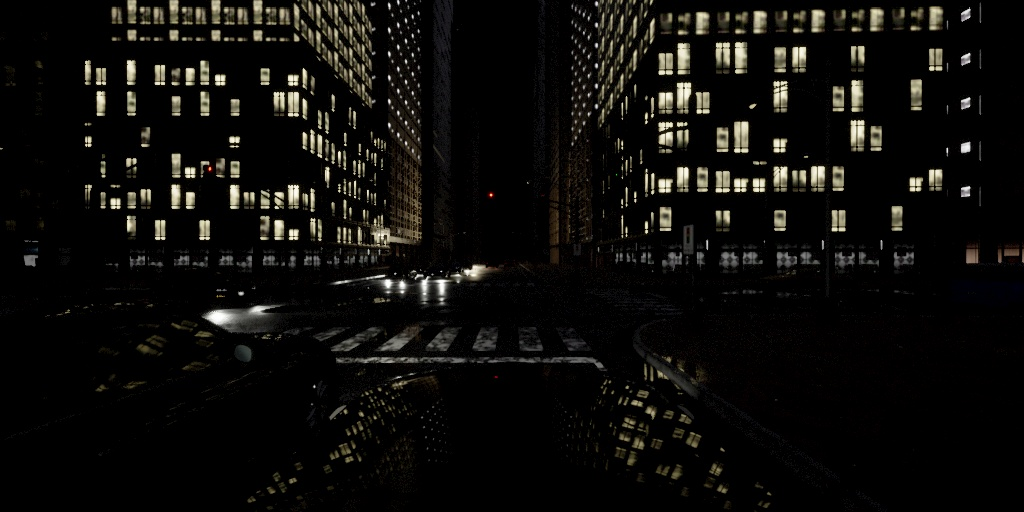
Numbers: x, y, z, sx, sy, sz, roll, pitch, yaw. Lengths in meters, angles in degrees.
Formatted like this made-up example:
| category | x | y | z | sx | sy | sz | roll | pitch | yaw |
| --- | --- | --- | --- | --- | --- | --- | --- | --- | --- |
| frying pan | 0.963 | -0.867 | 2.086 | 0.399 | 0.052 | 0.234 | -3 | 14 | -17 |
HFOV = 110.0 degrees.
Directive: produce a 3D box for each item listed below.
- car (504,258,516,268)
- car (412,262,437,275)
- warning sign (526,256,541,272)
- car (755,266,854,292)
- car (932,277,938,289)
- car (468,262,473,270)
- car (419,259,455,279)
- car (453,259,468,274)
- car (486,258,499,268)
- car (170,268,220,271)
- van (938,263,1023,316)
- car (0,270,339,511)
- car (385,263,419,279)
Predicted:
| category | x | y | z | sx | sy | sz | roll | pitch | yaw |
| --- | --- | --- | --- | --- | --- | --- | --- | --- | --- |
| car | -0.396 | 1.426 | 63.814 | 1.994 | 1.385 | 4.181 | 0 | 0 | 0 |
| car | -10.097 | 1.360 | 41.690 | 1.994 | 1.385 | 4.181 | 0 | 0 | 0 |
| warning sign | 2.601 | 0.910 | 40.818 | 1.300 | 1.860 | 1.060 | 0 | 0 | 0 |
| car | 16.966 | 1.293 | 20.923 | 4.829 | 1.417 | 1.751 | 0 | 0 | 2 |
| car | 26.803 | 1.357 | 20.502 | 4.207 | 1.307 | 1.802 | 0 | 0 | 2 |
| car | -6.912 | 1.389 | 52.790 | 1.994 | 1.385 | 4.181 | 0 | 0 | 0 |
| car | -6.797 | 1.305 | 32.938 | 1.812 | 1.442 | 4.674 | 0 | 0 | 0 |
| car | -6.861 | 1.277 | 42.811 | 1.882 | 1.535 | 5.008 | 0 | 0 | 0 |
| car | -3.540 | 1.213 | 63.634 | 2.097 | 1.767 | 4.553 | 0 | 0 | -1 |
| car | -12.991 | 1.265 | 15.078 | 4.892 | 1.490 | 1.837 | -1 | -2 | 21 |
| van | 18.289 | 1.119 | 12.760 | 3.998 | 1.789 | 1.690 | 0 | 0 | 2 |
| car | -3.155 | 1.102 | 2.543 | 2.097 | 1.767 | 4.553 | 0 | 0 | 0 |
| car | -10.048 | 1.343 | 32.782 | 1.994 | 1.385 | 4.181 | 0 | 0 | 0 |
